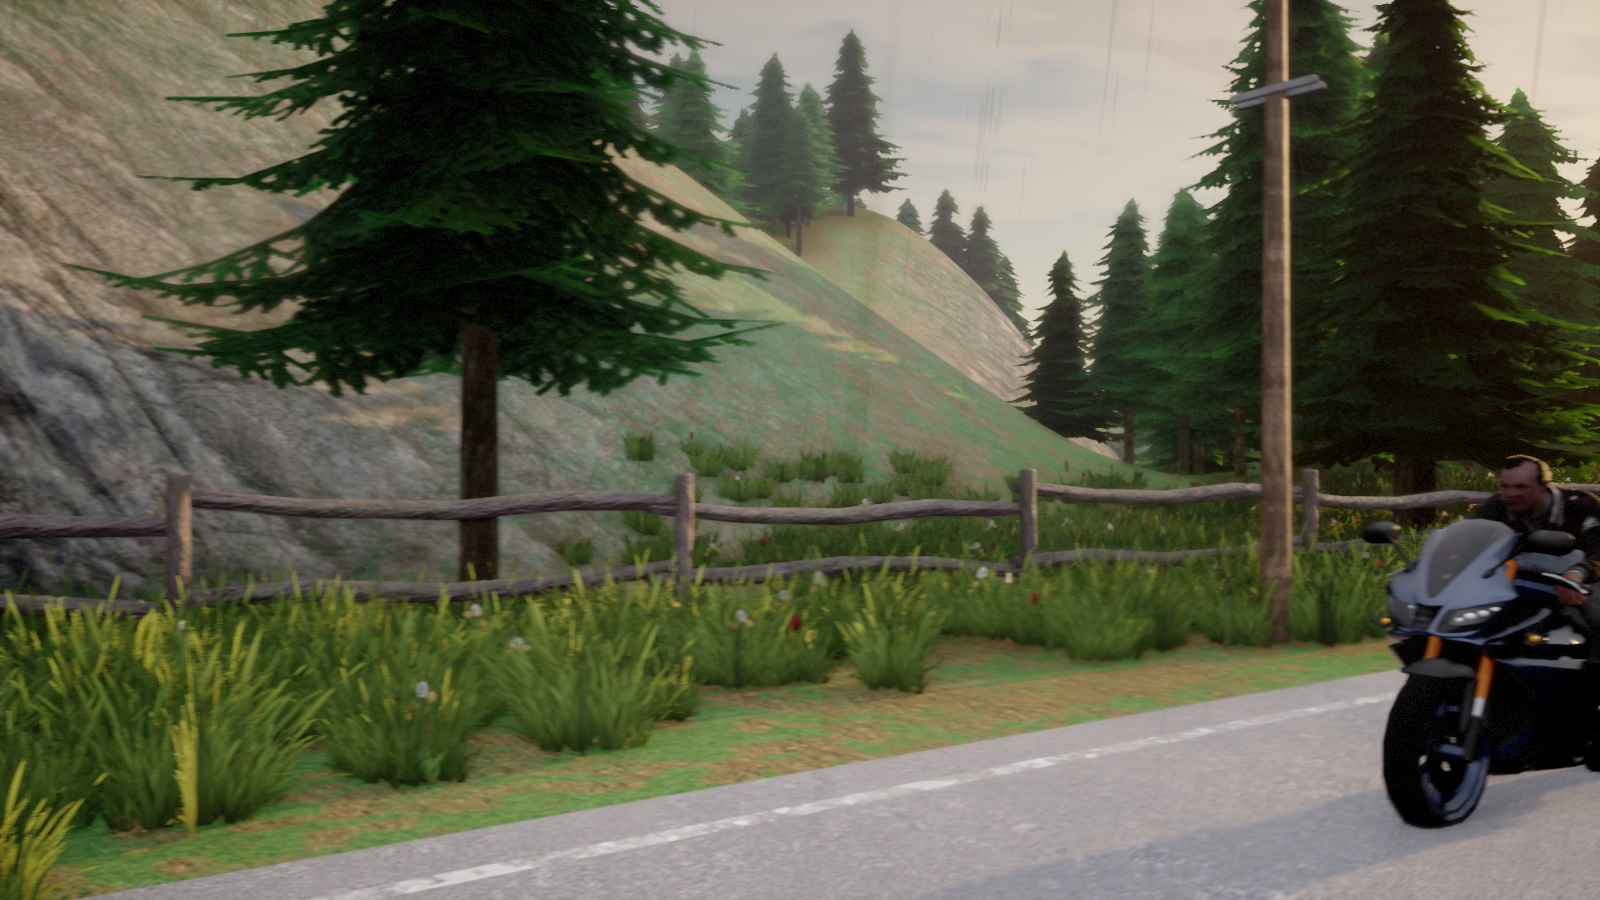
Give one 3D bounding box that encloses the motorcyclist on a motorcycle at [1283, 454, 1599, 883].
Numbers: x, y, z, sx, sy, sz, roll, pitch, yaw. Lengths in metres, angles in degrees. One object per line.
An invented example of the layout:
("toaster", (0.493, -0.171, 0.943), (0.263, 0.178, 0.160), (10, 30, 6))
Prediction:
("motorcyclist on a motorcycle", (3.155, 0.786, 5.476), (2.191, 1.530, 0.866), (0, 0, -34))
